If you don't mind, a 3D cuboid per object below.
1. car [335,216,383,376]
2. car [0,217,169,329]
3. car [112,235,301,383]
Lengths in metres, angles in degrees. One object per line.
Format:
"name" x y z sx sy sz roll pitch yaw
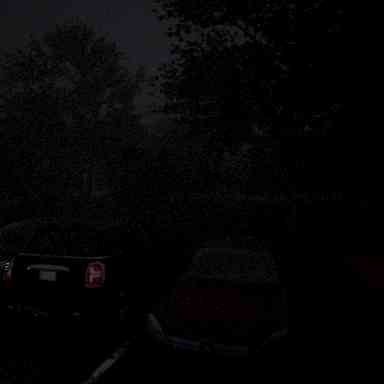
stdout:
"car" 3.172 1.237 3.881 2.435 2.045 5.566 0 -1 15
"car" -1.706 1.349 7.239 2.185 1.767 4.553 0 -1 15
"car" 0.743 1.521 5.564 2.002 1.452 4.674 1 -1 15
